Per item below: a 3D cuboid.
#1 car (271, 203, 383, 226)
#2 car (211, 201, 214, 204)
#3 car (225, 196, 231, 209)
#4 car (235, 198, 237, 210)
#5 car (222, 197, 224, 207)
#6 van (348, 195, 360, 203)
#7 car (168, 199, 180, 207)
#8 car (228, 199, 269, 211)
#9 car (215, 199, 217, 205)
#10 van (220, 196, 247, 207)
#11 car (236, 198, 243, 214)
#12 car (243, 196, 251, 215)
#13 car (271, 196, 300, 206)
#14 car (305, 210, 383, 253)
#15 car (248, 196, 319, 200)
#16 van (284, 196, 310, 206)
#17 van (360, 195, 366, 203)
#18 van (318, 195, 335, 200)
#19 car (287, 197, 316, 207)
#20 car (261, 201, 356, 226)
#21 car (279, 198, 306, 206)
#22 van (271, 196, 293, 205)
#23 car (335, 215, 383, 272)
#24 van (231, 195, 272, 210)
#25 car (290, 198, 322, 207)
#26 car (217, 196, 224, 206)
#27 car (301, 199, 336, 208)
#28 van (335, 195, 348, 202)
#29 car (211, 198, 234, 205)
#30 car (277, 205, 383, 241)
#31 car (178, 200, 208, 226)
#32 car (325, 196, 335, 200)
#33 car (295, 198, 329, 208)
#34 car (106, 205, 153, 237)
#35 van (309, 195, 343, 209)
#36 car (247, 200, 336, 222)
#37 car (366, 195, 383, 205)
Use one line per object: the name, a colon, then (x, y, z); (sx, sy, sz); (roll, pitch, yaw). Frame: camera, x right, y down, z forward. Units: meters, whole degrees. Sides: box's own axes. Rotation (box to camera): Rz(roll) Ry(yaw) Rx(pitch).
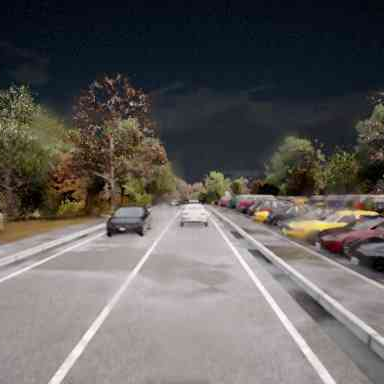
car: (7.063, 1.524, 17.726); (4.892, 1.521, 2.231); (0, 0, 0)
car: (7.251, 1.823, 67.678); (5.566, 2.045, 2.435); (0, -1, 0)
car: (7.184, 1.325, 39.936); (5.566, 2.045, 2.435); (0, 0, 0)
car: (7.133, 1.603, 34.383); (4.674, 1.452, 2.002); (0, 0, 0)
car: (7.195, 1.755, 48.242); (4.674, 1.452, 2.002); (0, -1, 0)
van: (20.338, 1.340, 36.957); (4.442, 1.987, 1.878); (0, 0, 0)
car: (-3.130, 1.925, 59.256); (2.128, 1.511, 4.902); (0, -1, 1)
car: (7.197, 1.642, 42.685); (4.792, 1.488, 2.163); (0, -1, 0)
car: (7.257, 2.012, 62.121); (4.674, 1.452, 2.002); (0, -1, 0)
van: (7.359, 1.694, 59.350); (4.442, 1.987, 1.878); (0, -1, 0)
car: (7.113, 1.556, 31.607); (5.008, 1.535, 2.097); (0, 0, 0)
car: (7.074, 1.424, 28.831); (4.553, 1.767, 2.185); (0, 0, 0)
car: (20.410, 1.926, 72.945); (5.566, 2.045, 2.435); (0, -1, 0)
car: (7.002, 1.539, 12.174); (4.792, 1.488, 2.163); (0, 0, 0)
car: (7.062, 1.417, 26.055); (4.553, 1.767, 2.185); (0, 0, 0)
van: (20.462, 1.790, 64.638); (4.442, 1.987, 1.878); (0, -1, 0)
van: (20.327, 1.334, 34.312); (4.442, 1.987, 1.878); (0, 0, 0)
van: (20.142, 1.431, 45.252); (4.442, 1.987, 1.878); (0, -1, 0)
car: (20.302, 1.839, 61.868); (4.553, 1.767, 2.185); (0, -1, 0)
car: (7.062, 1.531, 20.503); (4.892, 1.521, 2.231); (0, 0, 0)
car: (20.352, 2.068, 67.405); (4.892, 1.521, 2.231); (0, -1, 0)
van: (20.513, 2.021, 75.835); (4.442, 1.987, 1.878); (0, -1, 0)
car: (6.990, 1.532, 9.398); (4.792, 1.488, 2.163); (0, 0, 0)
van: (7.026, 1.344, 37.161); (4.442, 1.987, 1.878); (0, 0, 0)
car: (20.316, 1.915, 59.221); (5.008, 1.535, 2.097); (0, -1, 0)
car: (7.235, 1.869, 56.570); (5.008, 1.535, 2.097); (0, -1, 0)
car: (20.290, 1.812, 53.555); (4.892, 1.521, 2.231); (0, -1, 0)
van: (20.118, 1.347, 39.861); (4.442, 1.987, 1.878); (0, -1, 0)
car: (7.143, 2.325, 78.760); (5.366, 1.575, 1.946); (0, -1, 0)
car: (6.858, 1.513, 14.951); (5.366, 1.575, 1.946); (0, 0, 0)
car: (0.149, 1.565, 23.826); (1.812, 1.442, 4.674); (0, 0, 0)
car: (20.252, 1.606, 42.478); (5.008, 1.535, 2.097); (0, -1, 0)
car: (20.303, 1.862, 56.325); (5.008, 1.535, 2.097); (0, -1, 0)
car: (-3.316, 1.500, 18.342); (1.882, 1.535, 5.008); (0, 0, 0)
van: (20.401, 1.534, 50.790); (4.442, 1.987, 1.878); (0, -1, 0)
car: (6.896, 1.533, 23.280); (5.366, 1.575, 1.946); (0, 0, 0)
car: (20.169, 1.302, 31.542); (5.566, 2.045, 2.435); (0, 0, 0)
